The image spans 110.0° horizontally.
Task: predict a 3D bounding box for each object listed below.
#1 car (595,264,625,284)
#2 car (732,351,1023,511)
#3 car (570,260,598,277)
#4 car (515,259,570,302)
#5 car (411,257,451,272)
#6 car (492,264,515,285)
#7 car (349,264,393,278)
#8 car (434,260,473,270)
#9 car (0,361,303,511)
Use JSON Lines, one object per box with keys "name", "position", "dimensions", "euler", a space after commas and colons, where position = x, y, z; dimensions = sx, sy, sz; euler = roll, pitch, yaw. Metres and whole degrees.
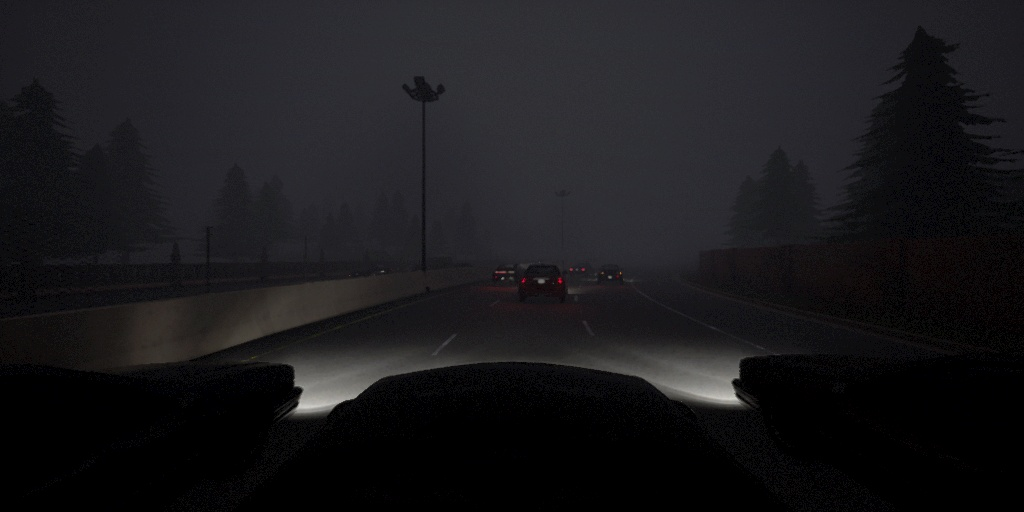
{"name": "car", "position": [7.612, 1.353, 27.696], "dimensions": [1.812, 1.442, 4.674], "euler": [0, 0, 16]}
{"name": "car", "position": [3.622, 1.299, 1.949], "dimensions": [2.033, 1.411, 5.357], "euler": [0, 0, 0]}
{"name": "car", "position": [7.391, 1.402, 37.453], "dimensions": [2.033, 1.411, 5.357], "euler": [0, 0, 24]}
{"name": "car", "position": [1.643, 1.149, 17.690], "dimensions": [2.097, 1.767, 4.553], "euler": [0, 0, 10]}
{"name": "car", "position": [-8.014, 1.072, 36.755], "dimensions": [2.150, 2.045, 5.566], "euler": [0, 0, 20]}
{"name": "car", "position": [0.006, 1.313, 26.474], "dimensions": [2.128, 1.511, 4.902], "euler": [0, 0, 15]}
{"name": "car", "position": [-12.872, 1.402, 32.981], "dimensions": [1.994, 1.385, 4.181], "euler": [0, 0, 17]}
{"name": "car", "position": [-5.154, 1.348, 34.219], "dimensions": [1.837, 1.490, 4.892], "euler": [0, 0, 19]}
{"name": "car", "position": [-3.374, 1.296, 1.679], "dimensions": [2.033, 1.411, 5.357], "euler": [0, 0, 0]}
